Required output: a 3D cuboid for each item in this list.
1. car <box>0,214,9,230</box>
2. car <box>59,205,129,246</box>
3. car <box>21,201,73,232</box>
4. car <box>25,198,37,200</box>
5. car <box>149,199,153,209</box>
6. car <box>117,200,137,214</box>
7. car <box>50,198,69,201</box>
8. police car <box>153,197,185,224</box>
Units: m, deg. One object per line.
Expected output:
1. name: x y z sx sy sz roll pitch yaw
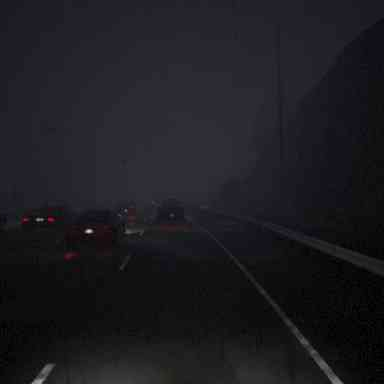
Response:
1. car: -11.385 1.532 17.180 1.895 1.301 4.718 0 0 -6
2. car: -4.189 1.497 14.980 1.994 1.385 4.181 0 0 -5
3. car: -8.091 1.464 19.408 2.033 1.411 5.357 0 0 -6
4. car: -28.111 1.362 56.904 1.895 1.301 4.718 0 0 -8
5. car: -4.183 1.333 41.035 1.812 1.442 4.674 0 0 -9
6. car: -6.464 1.450 33.060 1.895 1.301 4.718 0 0 -9
7. car: -13.868 1.340 35.050 2.128 1.511 4.902 0 0 -9
8. police car: -1.641 1.311 24.039 1.930 1.638 5.238 0 0 -7
